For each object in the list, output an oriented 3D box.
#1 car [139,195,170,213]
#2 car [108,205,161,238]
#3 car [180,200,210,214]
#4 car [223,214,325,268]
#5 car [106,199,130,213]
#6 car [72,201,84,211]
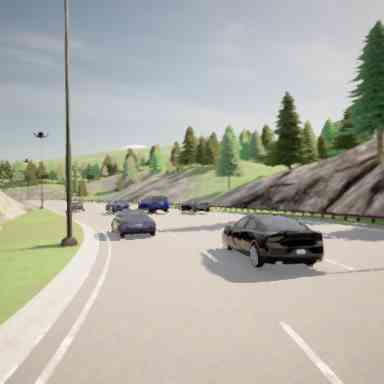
[{"bbox_3d":[-4.514,1.440,38.995,2.150,2.045,5.566,-1,0,-27],"label":"car"},{"bbox_3d":[-3.388,1.692,18.906,1.994,1.385,4.181,-1,0,-20],"label":"car"},{"bbox_3d":[0.256,1.619,37.258,2.128,1.511,4.902,-1,0,-27],"label":"car"},{"bbox_3d":[2.489,1.474,11.391,1.882,1.535,5.008,0,0,-10],"label":"car"},{"bbox_3d":[-8.913,1.652,39.862,2.097,1.767,4.553,-1,0,-27],"label":"car"},{"bbox_3d":[-16.552,1.955,47.265,2.128,1.511,4.902,-1,0,-27],"label":"car"}]
